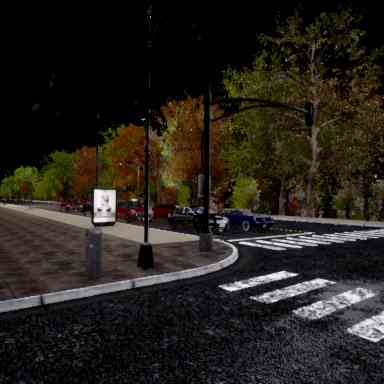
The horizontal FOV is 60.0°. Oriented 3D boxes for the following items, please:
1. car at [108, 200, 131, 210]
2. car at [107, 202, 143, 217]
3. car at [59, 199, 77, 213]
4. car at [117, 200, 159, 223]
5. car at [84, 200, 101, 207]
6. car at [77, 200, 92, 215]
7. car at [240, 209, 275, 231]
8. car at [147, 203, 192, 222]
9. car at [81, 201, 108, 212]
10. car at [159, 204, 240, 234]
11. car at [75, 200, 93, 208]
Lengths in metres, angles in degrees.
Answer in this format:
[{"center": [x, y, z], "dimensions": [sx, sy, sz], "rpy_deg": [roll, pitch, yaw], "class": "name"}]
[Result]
[{"center": [-12.165, 2.084, 55.587], "dimensions": [2.128, 1.511, 4.902], "rpy_deg": [1, -1, -35], "class": "car"}, {"center": [-7.586, 1.871, 37.205], "dimensions": [2.033, 1.411, 5.357], "rpy_deg": [1, -1, -35], "class": "car"}, {"center": [-15.754, 1.732, 43.361], "dimensions": [2.097, 1.767, 4.553], "rpy_deg": [1, -1, -34], "class": "car"}, {"center": [-4.945, 1.537, 27.677], "dimensions": [2.097, 1.767, 4.553], "rpy_deg": [1, -1, -35], "class": "car"}, {"center": [-19.983, 2.297, 66.881], "dimensions": [1.994, 1.385, 4.181], "rpy_deg": [1, -1, -35], "class": "car"}, {"center": [-10.151, 1.770, 35.206], "dimensions": [2.128, 1.511, 4.902], "rpy_deg": [1, -1, -35], "class": "car"}, {"center": [3.097, 1.732, 21.758], "dimensions": [1.895, 1.301, 4.718], "rpy_deg": [1, -1, -35], "class": "car"}, {"center": [-2.059, 1.750, 29.212], "dimensions": [1.812, 1.442, 4.674], "rpy_deg": [1, -1, -35], "class": "car"}, {"center": [-13.585, 1.980, 45.942], "dimensions": [2.033, 1.411, 5.357], "rpy_deg": [1, -1, -34], "class": "car"}, {"center": [0.275, 1.582, 20.107], "dimensions": [2.128, 1.511, 4.902], "rpy_deg": [1, -1, -34], "class": "car"}, {"center": [-19.890, 2.167, 61.023], "dimensions": [1.812, 1.442, 4.674], "rpy_deg": [1, -1, -35], "class": "car"}]
